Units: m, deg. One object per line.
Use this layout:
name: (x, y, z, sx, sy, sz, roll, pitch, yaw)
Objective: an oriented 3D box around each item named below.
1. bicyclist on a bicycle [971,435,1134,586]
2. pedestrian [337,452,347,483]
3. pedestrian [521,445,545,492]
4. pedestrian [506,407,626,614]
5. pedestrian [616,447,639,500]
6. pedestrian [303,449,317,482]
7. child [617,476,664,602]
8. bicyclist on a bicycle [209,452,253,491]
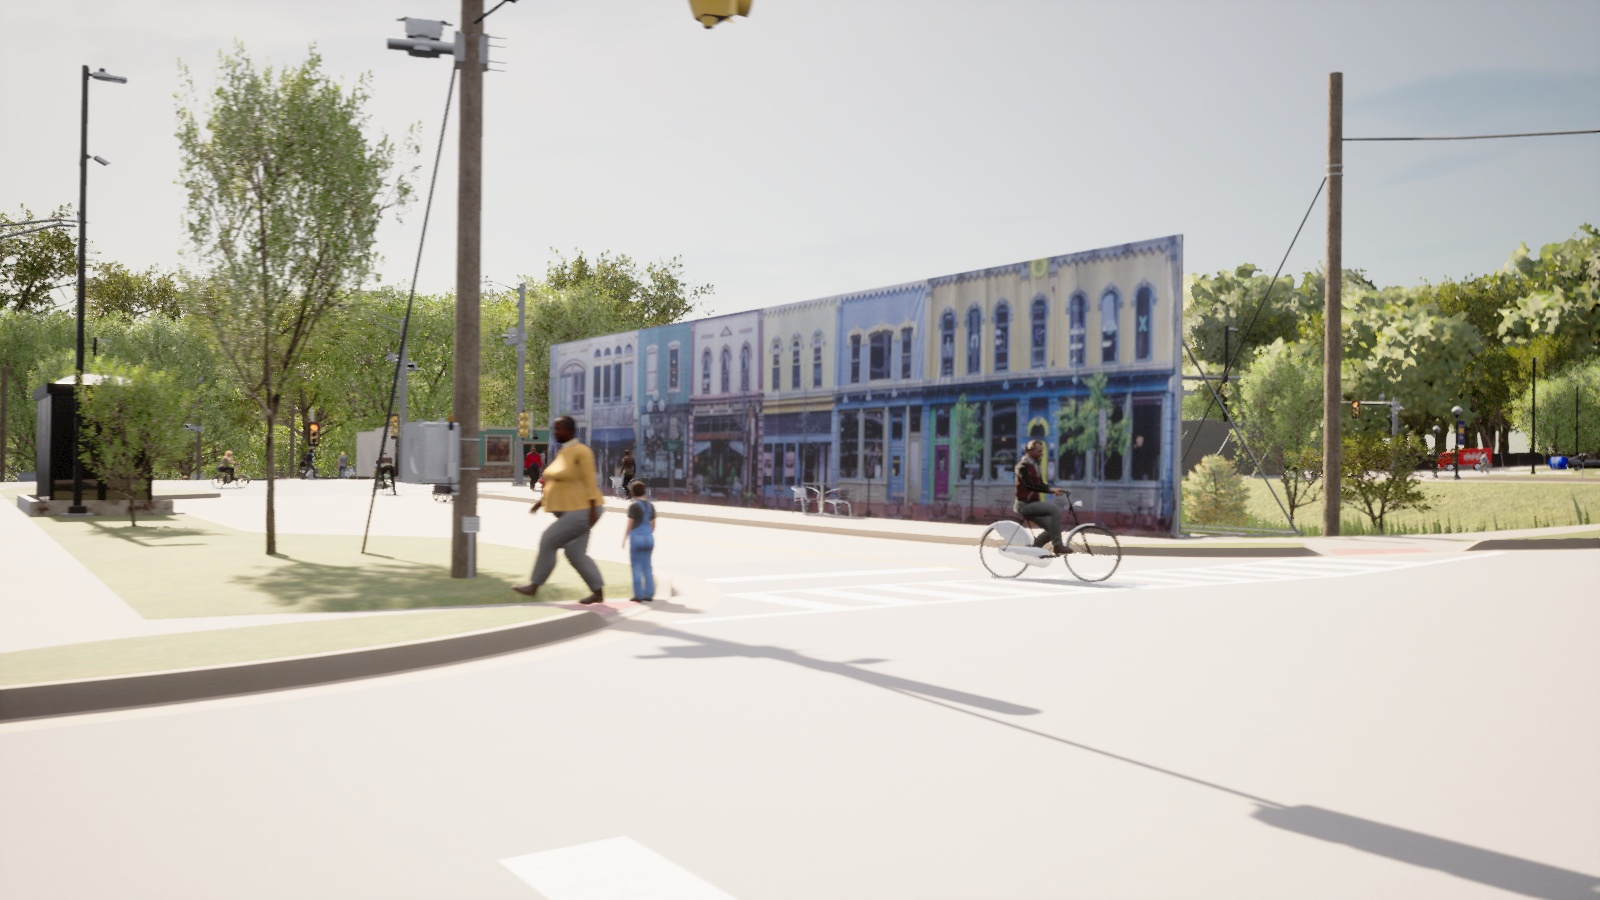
bicyclist on a bicycle: (3.116, 0.742, 15.575, 1.843, 1.776, 0.659, -1, -2, 32)
pedestrian: (-27.811, 1.067, 76.225, 0.354, 1.836, 0.706, 1, -1, -34)
pedestrian: (-10.736, 0.737, 50.430, 0.634, 1.844, 0.899, 1, -1, -35)
pedestrian: (-2.215, 0.550, 11.838, 0.900, 1.855, 0.874, 1, -1, -26)
pedestrian: (-5.908, 0.812, 43.055, 0.328, 1.805, 0.869, 1, -1, -44)
pedestrian: (-27.658, 0.877, 70.875, 0.726, 1.835, 0.370, 1, -1, -25)
child: (-1.640, 0.901, 12.914, 0.270, 1.263, 0.437, 1, -1, -41)
bicyclist on a bicycle: (-24.108, 0.920, 53.228, 1.509, 1.612, 0.866, 1, -1, -40)
